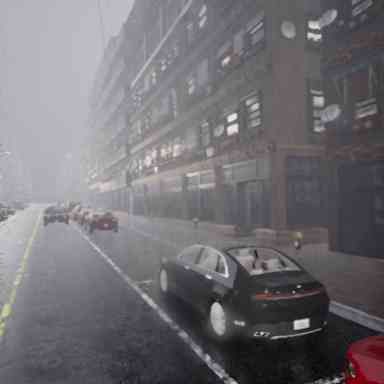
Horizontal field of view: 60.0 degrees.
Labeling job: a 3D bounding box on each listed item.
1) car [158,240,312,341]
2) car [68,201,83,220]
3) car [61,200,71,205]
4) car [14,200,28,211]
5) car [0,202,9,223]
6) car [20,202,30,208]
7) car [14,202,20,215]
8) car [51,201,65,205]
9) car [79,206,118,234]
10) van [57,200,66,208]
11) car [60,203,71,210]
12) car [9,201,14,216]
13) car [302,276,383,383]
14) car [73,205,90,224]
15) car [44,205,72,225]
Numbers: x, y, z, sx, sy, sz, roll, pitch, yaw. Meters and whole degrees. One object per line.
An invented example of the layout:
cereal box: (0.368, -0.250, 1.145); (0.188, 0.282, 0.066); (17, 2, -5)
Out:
car: (0.644, 1.624, 6.602); (2.008, 1.369, 4.403); (1, -1, -24)
car: (-10.428, 1.949, 31.941); (1.967, 1.590, 4.097); (1, -1, -24)
car: (-14.898, 2.009, 42.060); (2.192, 1.841, 5.009); (1, -1, -24)
car: (-30.974, 2.433, 59.234); (2.192, 1.841, 5.009); (1, -2, -24)
car: (-17.677, 1.859, 28.837); (2.192, 1.841, 5.009); (1, -1, -24)
car: (-39.842, 3.123, 79.494); (1.802, 1.307, 4.206); (1, -2, -24)
car: (-24.329, 2.388, 44.031); (1.947, 1.339, 4.313); (1, -1, -24)
car: (-16.504, 2.202, 39.582); (1.812, 1.442, 4.674); (0, -1, -24)
car: (-6.004, 1.874, 21.802); (1.887, 1.381, 4.507); (1, -1, -24)
van: (-30.414, 2.739, 77.528); (1.690, 1.788, 3.998); (1, -2, -24)
car: (-23.766, 2.666, 62.322); (1.802, 1.307, 4.206); (1, -1, -24)
car: (-19.893, 1.950, 33.903); (2.192, 1.841, 5.009); (1, -1, -24)
car: (2.861, 1.537, 1.535); (1.887, 1.381, 4.507); (1, -1, -24)
car: (-8.220, 1.963, 26.868); (1.887, 1.381, 4.507); (1, -1, -24)
car: (-11.604, 2.075, 28.389); (1.895, 1.301, 4.718); (0, -1, -24)
